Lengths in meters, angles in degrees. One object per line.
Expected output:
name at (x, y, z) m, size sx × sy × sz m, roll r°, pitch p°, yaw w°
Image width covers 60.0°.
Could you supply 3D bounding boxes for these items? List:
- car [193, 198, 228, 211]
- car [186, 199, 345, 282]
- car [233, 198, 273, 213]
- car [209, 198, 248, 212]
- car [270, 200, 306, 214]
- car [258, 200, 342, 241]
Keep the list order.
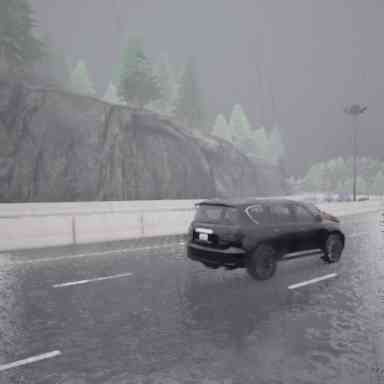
car at (2.478, 1.541, 43.213) m, size 1.837 × 1.490 × 4.892 m, roll 0°, pitch 0°, yaw 44°
car at (2.403, 1.227, 10.098) m, size 5.566 × 2.045 × 2.150 m, roll 0°, pitch 0°, yaw -38°
car at (7.023, 1.515, 37.871) m, size 2.128 × 1.511 × 4.902 m, roll 0°, pitch 0°, yaw 44°
car at (4.521, 1.522, 40.316) m, size 2.128 × 1.511 × 4.902 m, roll 0°, pitch 0°, yaw 44°
car at (10.582, 1.579, 36.511) m, size 1.994 × 1.385 × 4.181 m, roll 0°, pitch 0°, yaw 44°
car at (5.716, 1.358, 17.362) m, size 4.553 × 1.767 × 2.097 m, roll 0°, pitch 0°, yaw -40°
